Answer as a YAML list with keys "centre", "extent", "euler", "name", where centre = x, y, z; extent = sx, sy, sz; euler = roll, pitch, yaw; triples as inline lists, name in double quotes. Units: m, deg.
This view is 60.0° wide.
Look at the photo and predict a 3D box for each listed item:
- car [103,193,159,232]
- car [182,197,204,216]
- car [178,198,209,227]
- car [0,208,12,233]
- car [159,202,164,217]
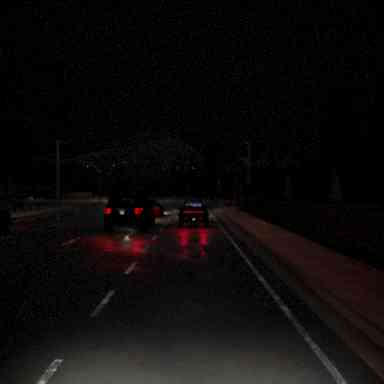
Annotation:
- centre: [-3.447, 1.088, 19.142]
  extent: [2.150, 2.045, 5.566]
  euler: [0, 0, 0]
  name: "car"
- centre: [0.097, 1.262, 31.011]
  extent: [1.882, 1.535, 5.008]
  euler: [0, 0, 0]
  name: "car"
- centre: [0.101, 1.342, 21.511]
  extent: [2.128, 1.511, 4.902]
  euler: [0, 0, 0]
  name: "car"
- centre: [-10.566, 1.382, 15.796]
  extent: [2.128, 1.511, 4.902]
  euler: [0, 0, 0]
  name: "car"
- centre: [-3.497, 1.365, 28.501]
  extent: [1.994, 1.385, 4.181]
  euler: [0, 0, 0]
  name: "car"
